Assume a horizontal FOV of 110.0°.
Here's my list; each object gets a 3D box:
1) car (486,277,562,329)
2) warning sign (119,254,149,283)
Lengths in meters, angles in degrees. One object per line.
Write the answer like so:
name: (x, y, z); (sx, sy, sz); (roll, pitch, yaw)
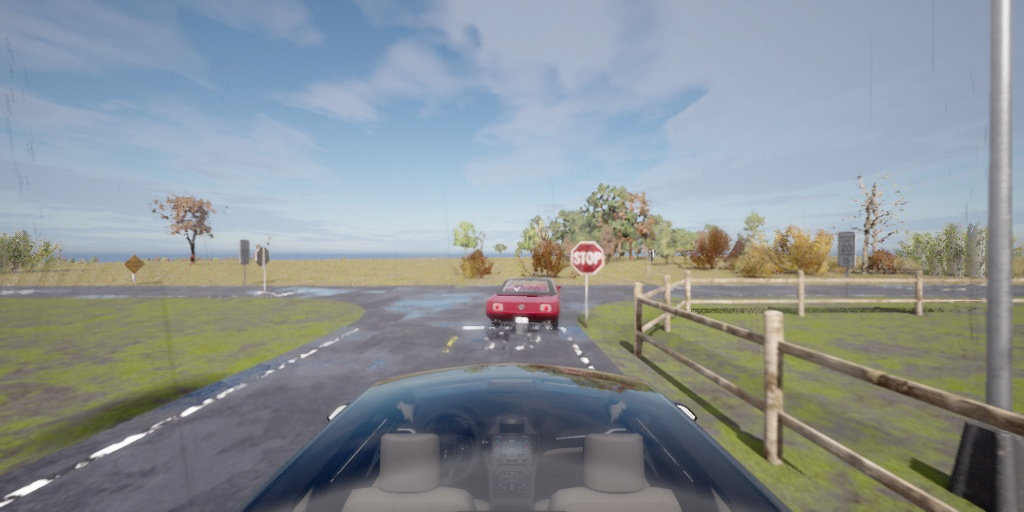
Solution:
car: (0.583, 1.307, 11.156); (1.895, 1.301, 4.718); (0, 0, 9)
warning sign: (-25.387, 0.827, 24.077); (1.060, 1.860, 1.300); (0, 0, 0)
